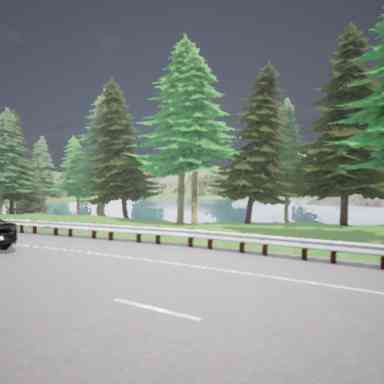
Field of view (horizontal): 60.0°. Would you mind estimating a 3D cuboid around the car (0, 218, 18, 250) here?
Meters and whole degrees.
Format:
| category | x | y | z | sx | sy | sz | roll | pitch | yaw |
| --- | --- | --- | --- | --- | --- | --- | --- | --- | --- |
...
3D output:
| category | x | y | z | sx | sy | sz | roll | pitch | yaw |
| --- | --- | --- | --- | --- | --- | --- | --- | --- | --- |
| car | -8.889 | 1.461 | 12.633 | 5.008 | 1.535 | 1.882 | 0 | 0 | 26 |
